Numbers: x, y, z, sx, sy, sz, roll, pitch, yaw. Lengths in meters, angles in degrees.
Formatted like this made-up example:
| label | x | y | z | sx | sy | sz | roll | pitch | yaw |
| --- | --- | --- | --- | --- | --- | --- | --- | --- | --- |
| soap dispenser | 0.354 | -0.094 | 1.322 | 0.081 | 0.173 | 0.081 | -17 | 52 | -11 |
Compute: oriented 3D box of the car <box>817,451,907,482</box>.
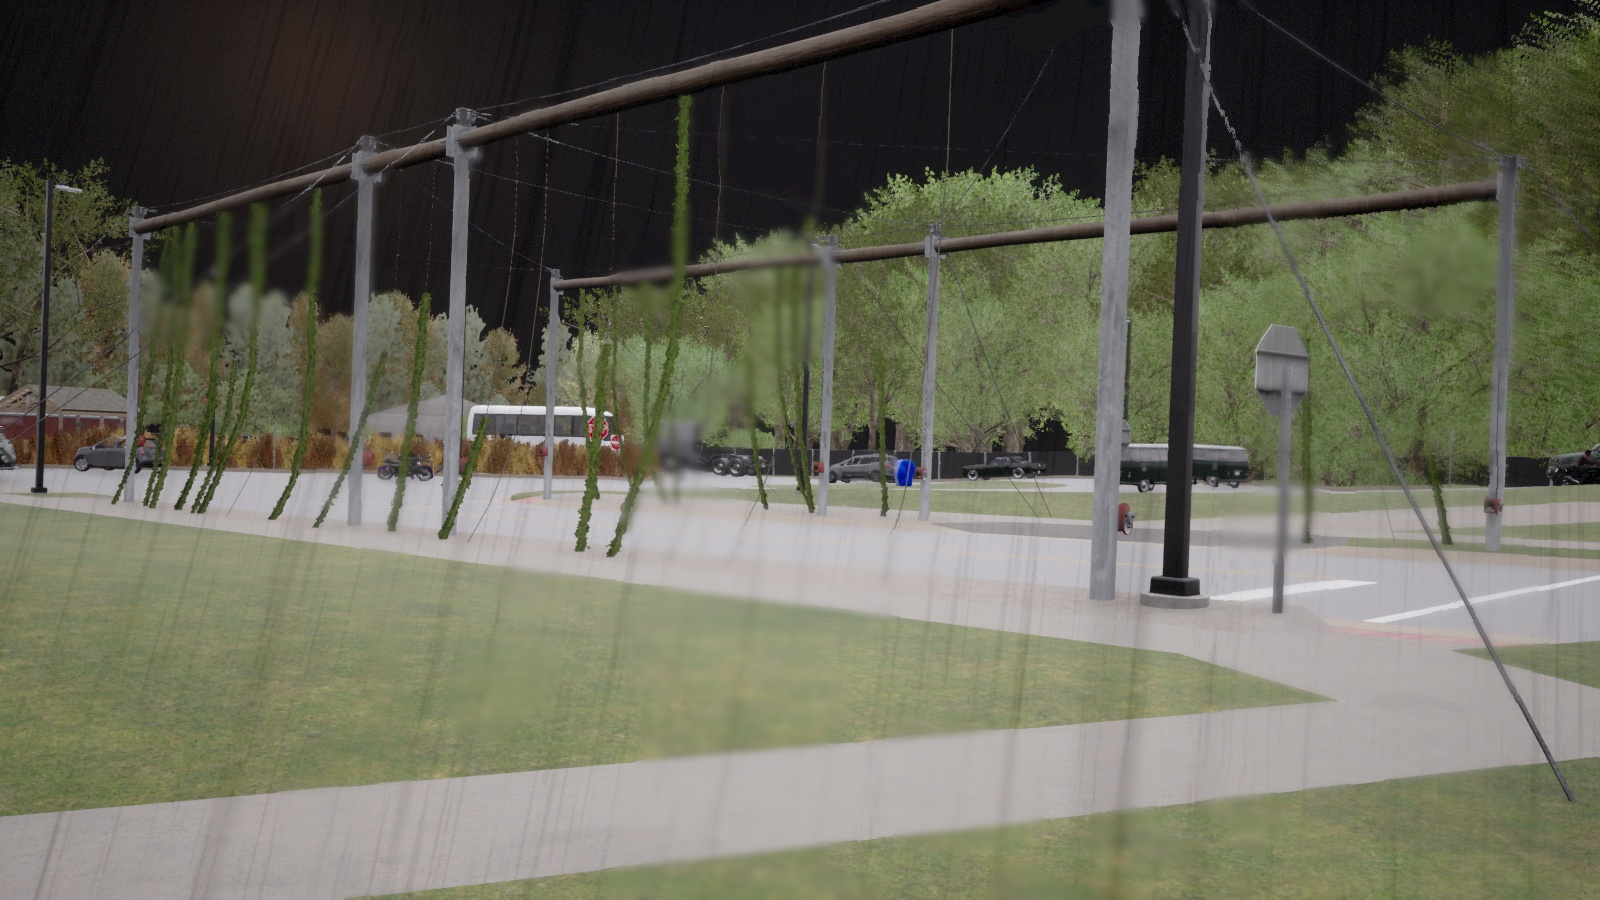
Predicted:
| label | x | y | z | sx | sy | sz | roll | pitch | yaw |
| --- | --- | --- | --- | --- | --- | --- | --- | --- | --- |
| car | 3.575 | 0.959 | 72.157 | 4.611 | 1.667 | 2.242 | -2 | -1 | 28 |

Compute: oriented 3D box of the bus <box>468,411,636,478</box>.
| label | x | y | z | sx | sy | sz | roll | pitch | yaw |
| --- | --- | --- | --- | --- | --- | --- | --- | --- | --- |
| bus | -16.413 | -0.398 | 83.295 | 10.273 | 4.253 | 3.944 | 0 | 1 | 14 |

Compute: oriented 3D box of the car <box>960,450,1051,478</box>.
| label | x | y | z | sx | sy | sz | roll | pitch | yaw |
| --- | --- | --- | --- | --- | --- | --- | --- | --- | --- |
| car | 11.748 | 0.810 | 71.981 | 4.718 | 1.301 | 1.895 | -5 | -2 | 36 |

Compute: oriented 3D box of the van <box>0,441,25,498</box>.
| label | x | y | z | sx | sy | sz | roll | pitch | yaw |
| --- | --- | --- | --- | --- | --- | --- | --- | --- | --- |
| van | -29.761 | 0.687 | 43.662 | 4.442 | 1.987 | 1.775 | -1 | 1 | -17 |

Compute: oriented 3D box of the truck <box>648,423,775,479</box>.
| label | x | y | z | sx | sy | sz | roll | pitch | yaw |
| --- | --- | --- | --- | --- | --- | --- | --- | --- | --- |
| truck | -5.779 | 0.028 | 81.616 | 7.936 | 3.462 | 2.891 | 0 | 1 | 27 |

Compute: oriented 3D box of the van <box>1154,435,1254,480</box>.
| label | x | y | z | sx | sy | sz | roll | pitch | yaw |
| --- | --- | --- | --- | --- | --- | --- | --- | --- | --- |
| van | 19.063 | 0.323 | 59.476 | 1.775 | 1.987 | 4.442 | 0 | 2 | -30 |

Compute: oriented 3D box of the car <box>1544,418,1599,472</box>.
| label | x | y | z | sx | sy | sz | roll | pitch | yaw |
| --- | --- | --- | --- | --- | --- | --- | --- | --- | --- |
| car | 33.486 | -0.340 | 50.672 | 5.566 | 2.045 | 2.150 | -4 | -2 | 22 |

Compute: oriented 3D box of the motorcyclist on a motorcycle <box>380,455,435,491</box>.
| label | x | y | z | sx | sy | sz | roll | pitch | yaw |
| --- | --- | --- | --- | --- | --- | --- | --- | --- | --- |
| motorcyclist on a motorcycle | -16.922 | 0.985 | 54.115 | 2.191 | 1.530 | 0.866 | 0 | 1 | -21 |

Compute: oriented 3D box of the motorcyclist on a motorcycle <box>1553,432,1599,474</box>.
| label | x | y | z | sx | sy | sz | roll | pitch | yaw |
| --- | --- | --- | --- | --- | --- | --- | --- | --- | --- |
| motorcyclist on a motorcycle | 30.214 | 0.094 | 48.172 | 2.044 | 1.523 | 0.797 | -4 | -1 | 21 |

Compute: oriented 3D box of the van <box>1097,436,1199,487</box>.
| label | x | y | z | sx | sy | sz | roll | pitch | yaw |
| --- | --- | --- | --- | --- | --- | --- | --- | --- | --- |
| van | 14.222 | 0.422 | 51.238 | 4.442 | 1.987 | 1.775 | -1 | 1 | -40 |

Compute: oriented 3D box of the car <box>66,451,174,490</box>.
| label | x | y | z | sx | sy | sz | roll | pitch | yaw |
| --- | --- | --- | --- | --- | --- | --- | --- | --- | --- |
| car | -28.301 | 0.828 | 52.299 | 3.633 | 1.501 | 1.845 | 1 | 1 | 14 |
